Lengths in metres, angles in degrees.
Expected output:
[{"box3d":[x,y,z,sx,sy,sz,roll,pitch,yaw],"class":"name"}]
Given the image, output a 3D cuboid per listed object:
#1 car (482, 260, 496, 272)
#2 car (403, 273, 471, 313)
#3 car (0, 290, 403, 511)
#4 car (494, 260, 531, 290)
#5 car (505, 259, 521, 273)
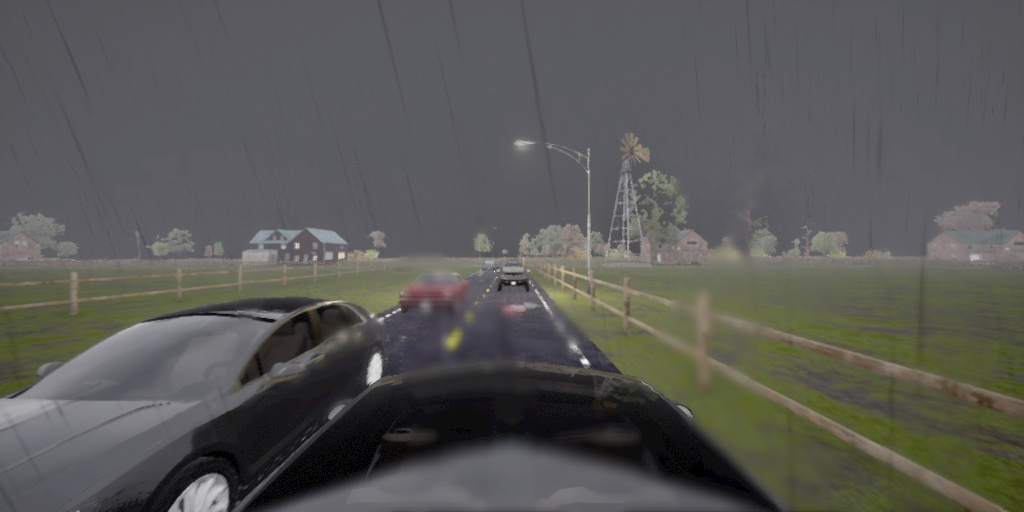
[{"box3d":[-2.839,1.222,46.172,1.812,1.442,4.674,0,0,0],"class":"car"},{"box3d":[-2.812,1.338,13.963,1.895,1.301,4.718,0,0,0],"class":"car"},{"box3d":[-2.834,1.254,3.677,1.837,1.490,4.892,0,0,0],"class":"car"},{"box3d":[0.089,1.234,22.177,1.837,1.490,4.892,0,0,0],"class":"car"},{"box3d":[0.088,1.205,44.059,1.837,1.490,4.892,0,0,0],"class":"car"}]
